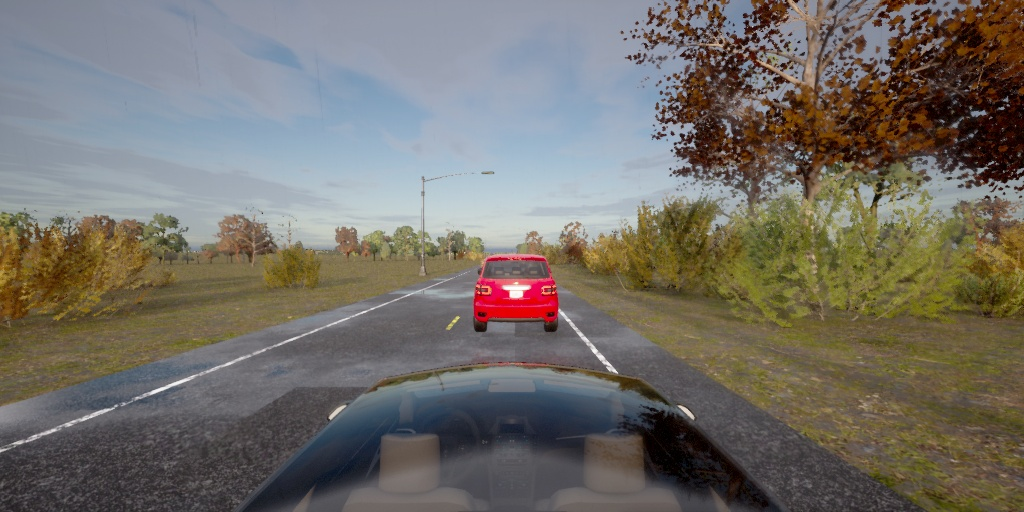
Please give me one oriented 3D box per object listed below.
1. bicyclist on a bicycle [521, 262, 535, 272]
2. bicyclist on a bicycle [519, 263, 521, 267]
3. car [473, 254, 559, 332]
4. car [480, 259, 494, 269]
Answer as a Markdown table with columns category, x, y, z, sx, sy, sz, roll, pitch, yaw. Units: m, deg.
| category | x | y | z | sx | sy | sz | roll | pitch | yaw |
| --- | --- | --- | --- | --- | --- | --- | --- | --- | --- |
| bicyclist on a bicycle | 0.940 | 1.116 | 18.677 | 0.659 | 1.776 | 1.843 | 0 | 0 | 0 |
| bicyclist on a bicycle | 0.899 | 1.113 | 28.690 | 0.659 | 1.776 | 1.843 | 0 | 0 | 0 |
| car | 0.091 | 0.969 | 10.971 | 2.150 | 2.045 | 5.566 | 0 | 0 | 0 |
| car | -3.867 | 1.218 | 55.527 | 1.882 | 1.535 | 5.008 | 0 | 0 | 0 |
